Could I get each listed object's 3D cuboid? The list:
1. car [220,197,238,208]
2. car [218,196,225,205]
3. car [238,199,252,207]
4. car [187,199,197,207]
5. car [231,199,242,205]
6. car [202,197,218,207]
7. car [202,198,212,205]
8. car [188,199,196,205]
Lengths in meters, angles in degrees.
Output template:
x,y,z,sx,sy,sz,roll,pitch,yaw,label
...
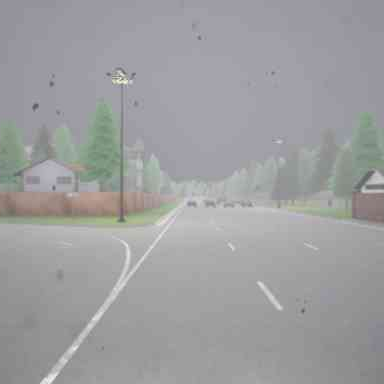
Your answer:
x,y,z,sx,sy,sz,roll,pitch,yaw,label
6.991,2.241,63.604,2.033,1.411,5.357,0,-1,0,car
6.980,2.004,79.320,2.150,2.045,5.566,0,-1,0,car
10.500,2.197,64.600,2.128,1.511,4.902,0,0,0,car
0.007,2.189,65.337,1.882,1.535,5.008,0,0,0,car
10.480,2.255,78.457,1.994,1.385,4.181,0,-1,0,car
3.501,2.211,64.597,1.837,1.490,4.892,0,0,0,car
3.480,2.242,78.455,2.033,1.411,5.357,0,-1,0,car
-0.020,2.255,78.454,1.994,1.385,4.181,0,-1,0,car
